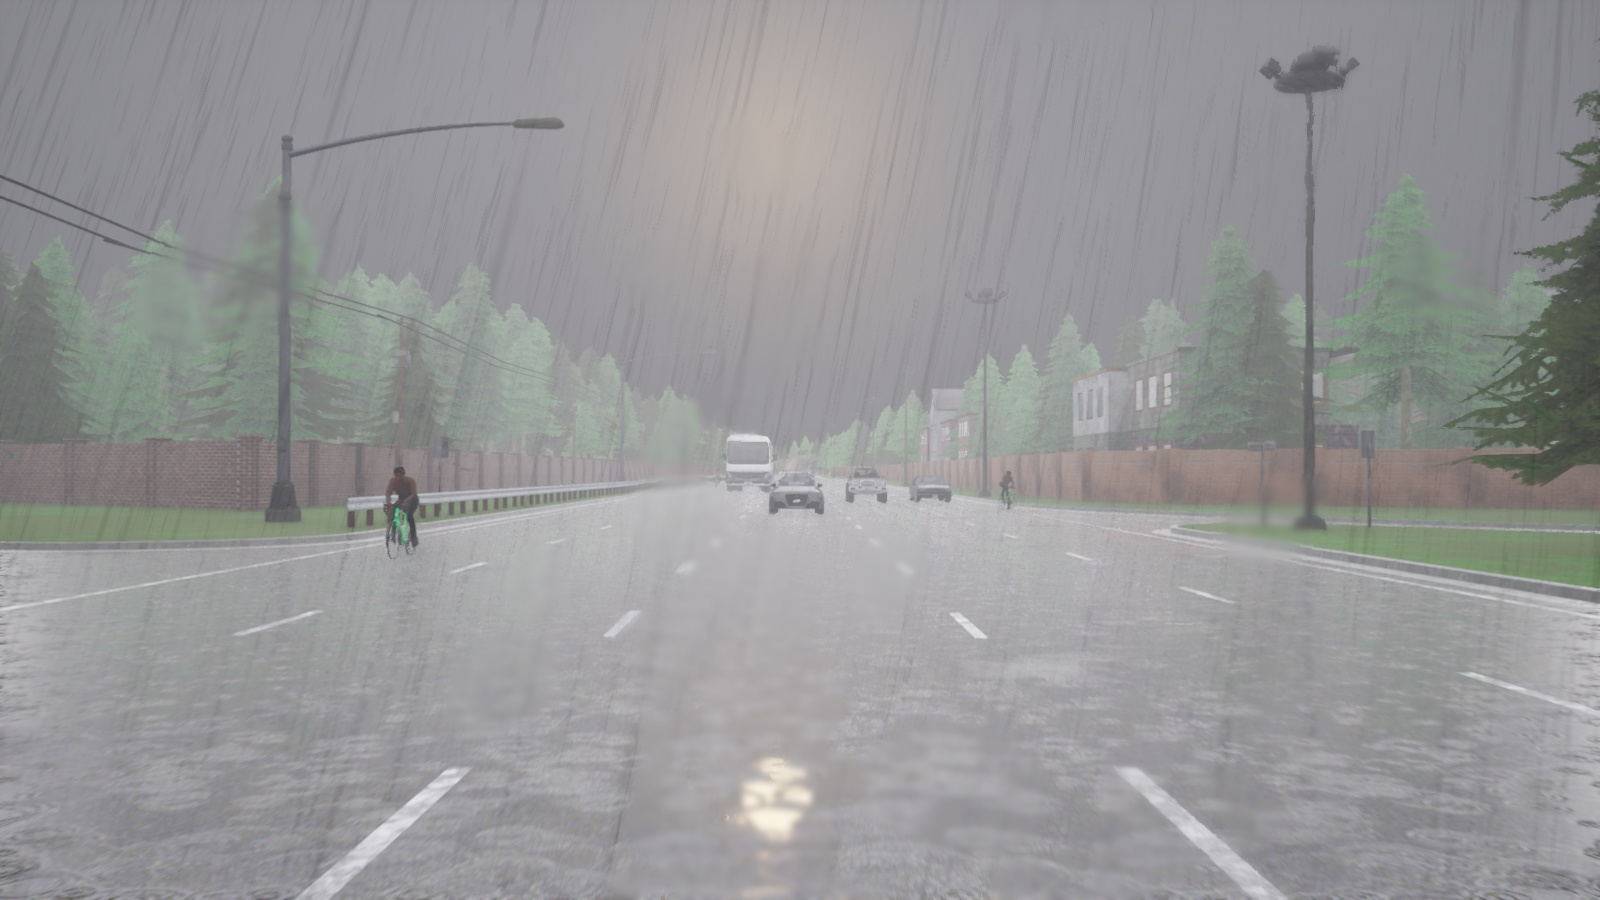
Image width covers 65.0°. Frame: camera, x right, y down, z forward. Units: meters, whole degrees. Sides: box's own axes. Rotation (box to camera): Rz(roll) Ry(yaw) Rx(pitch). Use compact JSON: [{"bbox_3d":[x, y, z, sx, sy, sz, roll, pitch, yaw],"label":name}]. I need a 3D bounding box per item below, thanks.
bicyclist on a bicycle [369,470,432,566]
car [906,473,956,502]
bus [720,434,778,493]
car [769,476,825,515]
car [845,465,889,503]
[{"bbox_3d":[-7.054,1.169,22.240,0.582,1.620,1.656,0,-1,0],"label":"bicyclist on a bicycle"},{"bbox_3d":[6.845,1.944,66.106,2.033,1.411,5.357,0,-1,0],"label":"car"},{"bbox_3d":[-3.736,1.051,95.158,3.944,4.253,10.273,0,-1,0],"label":"bus"},{"bbox_3d":[-0.114,1.667,46.909,1.994,1.385,4.181,0,-1,0],"label":"car"},{"bbox_3d":[3.345,1.684,63.474,1.932,1.855,4.605,0,-1,0],"label":"car"}]
